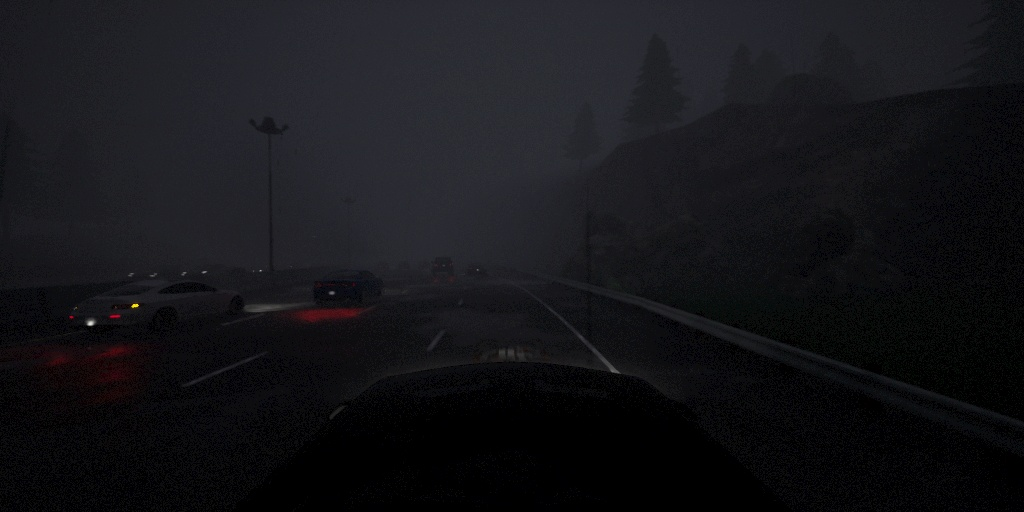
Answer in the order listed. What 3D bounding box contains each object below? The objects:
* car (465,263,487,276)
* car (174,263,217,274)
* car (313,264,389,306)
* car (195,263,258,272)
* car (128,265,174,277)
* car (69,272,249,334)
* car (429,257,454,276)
[{"bbox_3d":[-3.896,1.389,38.274,1.994,1.385,4.181,-1,0,-13],"label":"car"},{"bbox_3d":[-28.025,1.530,33.013,2.097,1.767,4.553,-1,0,-12],"label":"car"},{"bbox_3d":[-7.500,1.345,16.921,1.882,1.535,5.008,0,0,-6],"label":"car"},{"bbox_3d":[-23.865,1.640,30.220,1.812,1.442,4.674,-1,0,-11],"label":"car"},{"bbox_3d":[-31.330,1.578,31.799,2.097,1.767,4.553,-1,0,-12],"label":"car"},{"bbox_3d":[-10.677,1.437,11.269,1.812,1.442,4.674,-1,0,-4],"label":"car"},{"bbox_3d":[-7.807,1.105,40.188,2.150,2.045,5.566,-1,0,-14],"label":"car"}]
